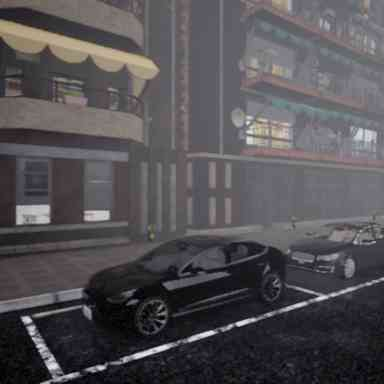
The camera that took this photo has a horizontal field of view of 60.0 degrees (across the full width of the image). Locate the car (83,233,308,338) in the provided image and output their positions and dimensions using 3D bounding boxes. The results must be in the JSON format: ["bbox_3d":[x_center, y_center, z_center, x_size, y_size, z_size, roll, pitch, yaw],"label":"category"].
[{"bbox_3d":[0.096,1.572,6.629,4.313,1.339,1.947,0,0,-36],"label":"car"}]

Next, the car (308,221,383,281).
[{"bbox_3d":[4.603,1.568,9.846,4.403,1.369,2.008,0,0,-36],"label":"car"}]
